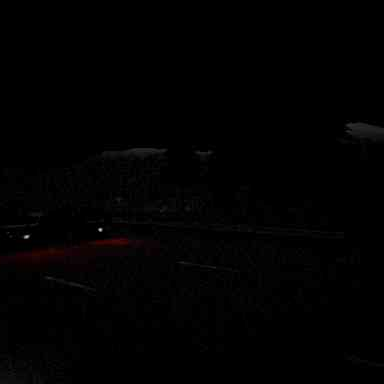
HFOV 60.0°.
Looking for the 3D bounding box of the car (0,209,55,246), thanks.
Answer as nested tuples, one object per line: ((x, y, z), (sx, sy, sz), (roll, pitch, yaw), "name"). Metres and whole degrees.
((-8.269, 1.495, 14.067), (4.902, 1.511, 2.128), (0, 0, 36), "car")

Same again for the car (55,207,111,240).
((-6.236, 1.515, 16.917), (4.892, 1.490, 1.837), (0, 0, 36), "car")
